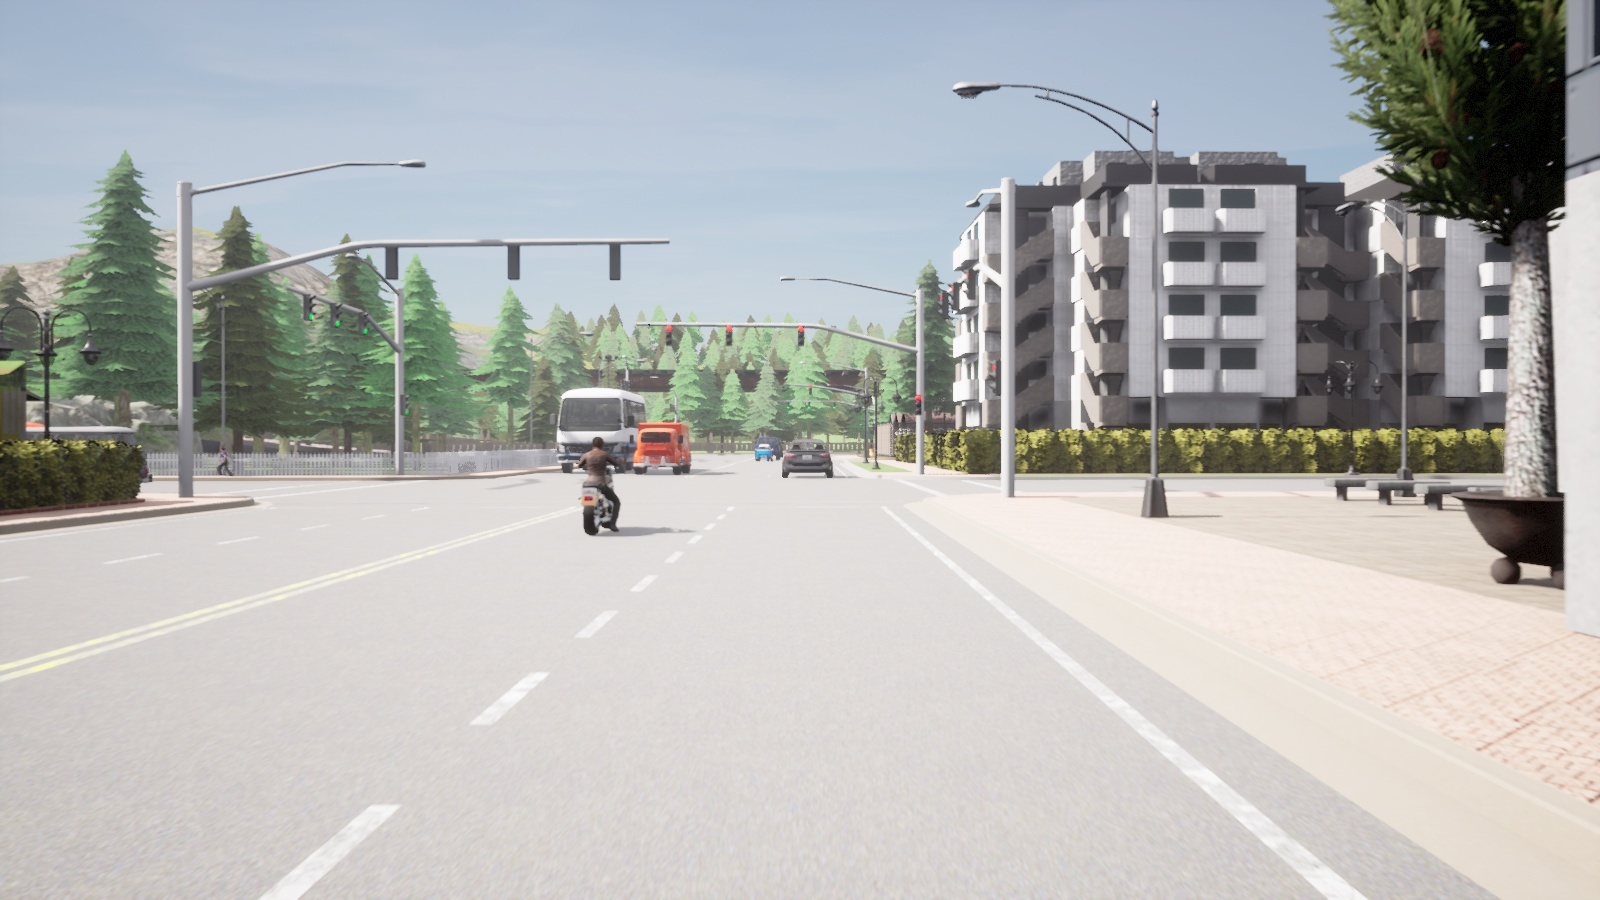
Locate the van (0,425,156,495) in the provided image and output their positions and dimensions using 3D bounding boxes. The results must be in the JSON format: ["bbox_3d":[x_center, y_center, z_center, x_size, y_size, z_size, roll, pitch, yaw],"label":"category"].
[{"bbox_3d":[-21.229,0.278,36.191,4.442,1.987,1.775,0,0,-1],"label":"van"}]

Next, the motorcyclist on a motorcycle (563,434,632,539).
[{"bbox_3d":[-3.365,0.576,21.041,0.766,1.649,2.350,0,0,0],"label":"motorcyclist on a motorcycle"}]

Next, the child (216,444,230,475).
[{"bbox_3d":[-23.283,0.381,50.648,0.437,1.263,0.270,0,0,-1],"label":"child"}]

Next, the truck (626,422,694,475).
[{"bbox_3d":[-6.644,-0.085,60.153,2.627,2.467,5.204,0,0,0],"label":"truck"}]

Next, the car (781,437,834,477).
[{"bbox_3d":[0.329,0.279,55.301,2.242,1.667,4.611,0,0,0],"label":"car"}]

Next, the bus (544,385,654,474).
[{"bbox_3d":[-10.117,-1.003,64.675,3.944,4.253,10.273,0,0,0],"label":"bus"}]
